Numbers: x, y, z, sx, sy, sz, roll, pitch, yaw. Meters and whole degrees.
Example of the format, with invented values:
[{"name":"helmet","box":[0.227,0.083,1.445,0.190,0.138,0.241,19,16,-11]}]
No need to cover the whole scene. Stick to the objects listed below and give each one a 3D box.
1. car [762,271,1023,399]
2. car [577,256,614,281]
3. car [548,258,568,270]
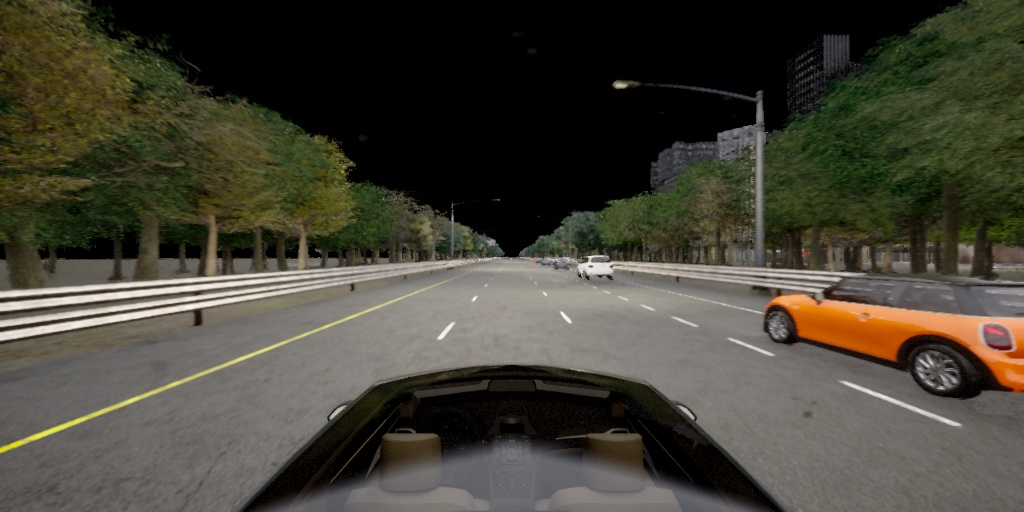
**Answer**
[{"name":"car","box":[7.002,1.104,6.663,2.097,1.767,4.553,0,0,0]},{"name":"car","box":[7.002,0.988,30.650,2.150,2.045,5.566,0,0,0]},{"name":"car","box":[7.036,1.285,52.532,2.128,1.511,4.902,0,0,0]}]
